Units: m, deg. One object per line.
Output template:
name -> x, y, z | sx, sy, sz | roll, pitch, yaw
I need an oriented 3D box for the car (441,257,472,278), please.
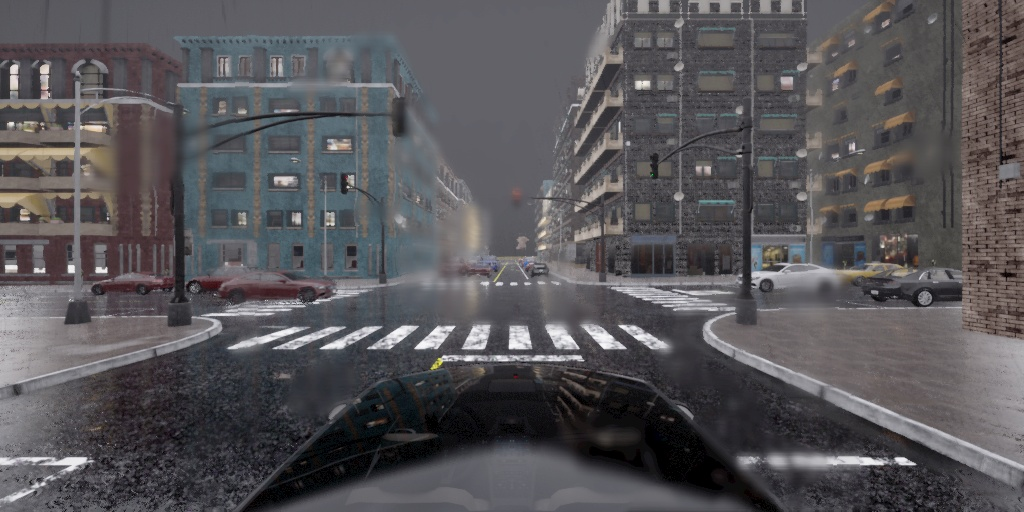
car -> -5.310, 1.060, 33.545 | 2.192, 1.841, 5.009 | 0, 0, 0

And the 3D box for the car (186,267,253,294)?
car -> -16.902, 1.388, 21.395 | 4.097, 1.591, 1.967 | 0, 0, 0

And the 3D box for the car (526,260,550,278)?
car -> 2.571, 1.311, 33.544 | 1.948, 1.339, 4.313 | 0, 0, 0

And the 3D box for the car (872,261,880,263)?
car -> 21.137, 1.000, 21.088 | 4.829, 1.417, 1.751 | 0, 0, 0

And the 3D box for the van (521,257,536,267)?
van -> 2.574, 1.078, 50.201 | 1.690, 1.789, 3.998 | 0, 0, 0

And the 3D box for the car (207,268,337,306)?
car -> -10.517, 1.386, 16.277 | 4.674, 1.442, 1.812 | -1, 0, -6

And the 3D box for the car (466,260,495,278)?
car -> -2.844, 1.347, 33.338 | 1.895, 1.301, 4.718 | 0, 0, 0

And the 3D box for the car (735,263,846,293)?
car -> 14.266, 1.083, 18.676 | 4.674, 1.442, 1.812 | -1, 0, 2

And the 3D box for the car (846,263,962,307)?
car -> 15.604, 1.082, 13.250 | 4.403, 1.370, 2.007 | 0, 0, 0

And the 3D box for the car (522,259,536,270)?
car -> 2.573, 1.323, 44.648 | 1.802, 1.307, 4.207 | 0, 0, 0

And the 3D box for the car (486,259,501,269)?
car -> -2.818, 1.226, 56.418 | 2.128, 1.511, 4.902 | 0, 0, 1

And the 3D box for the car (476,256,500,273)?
car -> -2.845, 0.964, 44.366 | 2.150, 2.045, 5.566 | 0, 0, 0

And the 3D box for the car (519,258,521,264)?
car -> 2.575, 1.171, 61.304 | 1.967, 1.591, 4.097 | 0, 0, 0

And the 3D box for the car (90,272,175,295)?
car -> -22.451, 1.599, 21.435 | 4.207, 1.307, 1.802 | 0, 0, 0
